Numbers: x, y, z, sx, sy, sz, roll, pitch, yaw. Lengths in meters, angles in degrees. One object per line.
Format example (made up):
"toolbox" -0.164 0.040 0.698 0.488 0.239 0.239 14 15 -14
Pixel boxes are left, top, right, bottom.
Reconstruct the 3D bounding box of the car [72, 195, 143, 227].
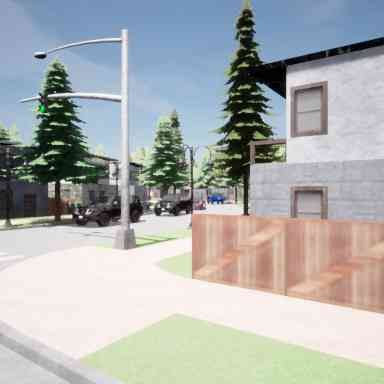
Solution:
"car" -5.640 1.202 23.094 2.150 2.045 5.566 0 0 27

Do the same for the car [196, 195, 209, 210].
"car" 0.510 1.333 42.070 2.097 1.767 4.553 0 0 9

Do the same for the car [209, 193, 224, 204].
"car" 4.266 1.202 60.854 2.150 2.045 5.566 0 0 -9

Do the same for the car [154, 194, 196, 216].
"car" -1.747 1.202 32.471 2.150 2.045 5.566 0 0 18
